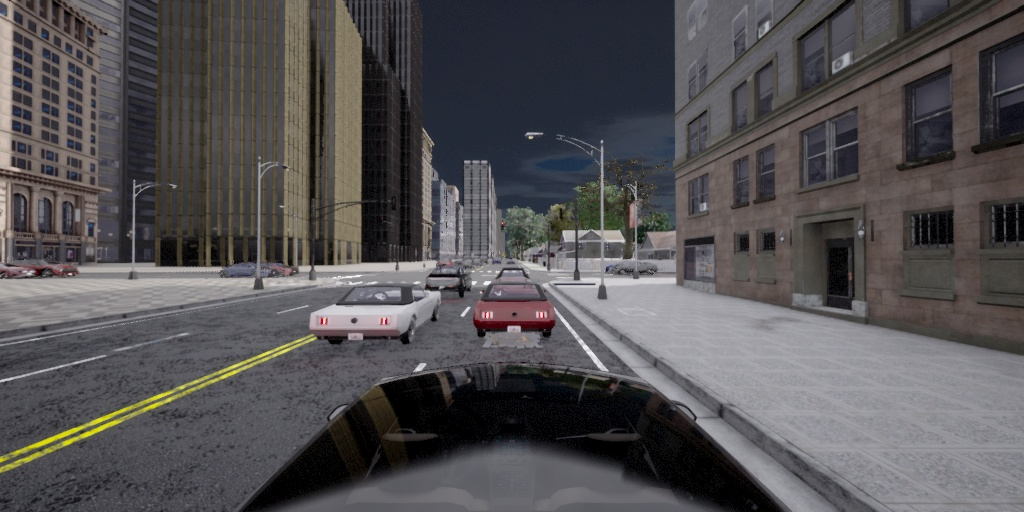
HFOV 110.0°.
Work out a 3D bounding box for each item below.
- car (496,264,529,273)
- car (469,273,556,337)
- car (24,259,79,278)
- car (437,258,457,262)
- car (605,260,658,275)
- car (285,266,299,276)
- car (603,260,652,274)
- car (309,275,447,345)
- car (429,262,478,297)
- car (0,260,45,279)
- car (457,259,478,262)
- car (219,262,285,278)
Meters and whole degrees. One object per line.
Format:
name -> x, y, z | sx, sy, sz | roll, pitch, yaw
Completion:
car -> 0.038, 1.313, 18.981 | 1.994, 1.385, 4.181 | 0, 0, 0
car -> 0.052, 1.349, 10.224 | 1.895, 1.301, 4.718 | 0, 0, 0
car -> -42.824, 1.084, 32.703 | 4.553, 1.767, 2.097 | 0, -1, -6
car -> -10.020, 1.098, 53.504 | 2.097, 1.767, 4.553 | 0, 0, 0
car -> 12.915, 1.258, 38.031 | 4.902, 1.511, 2.128 | 0, -1, 0
car -> -22.830, 1.297, 34.265 | 4.181, 1.385, 1.994 | 0, -1, -3
car -> 13.225, 1.277, 41.281 | 5.008, 1.535, 1.882 | -1, -1, 0
car -> -3.181, 1.351, 9.502 | 1.895, 1.301, 4.718 | 0, 0, 0
car -> -3.209, 1.241, 18.756 | 2.128, 1.511, 4.902 | 0, 0, 0
car -> -42.331, 1.225, 29.488 | 4.674, 1.442, 1.812 | 0, -1, -6
car -> -6.770, 1.246, 54.480 | 1.837, 1.490, 4.892 | 0, 1, 0
car -> -22.648, 1.266, 31.019 | 4.181, 1.385, 1.994 | 0, -1, -3
